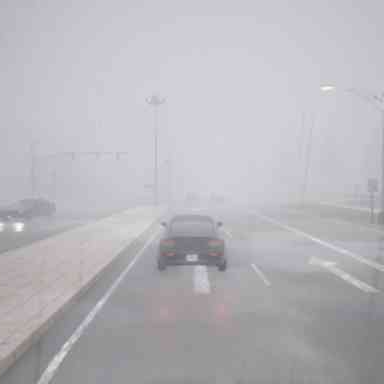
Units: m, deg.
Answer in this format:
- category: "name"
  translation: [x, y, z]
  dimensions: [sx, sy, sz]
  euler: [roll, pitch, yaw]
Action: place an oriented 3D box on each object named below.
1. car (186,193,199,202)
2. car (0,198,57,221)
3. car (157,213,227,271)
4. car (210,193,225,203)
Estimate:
- category: "car"
  translation: [0.095, 0.767, 50.197]
  dimensions: [1.994, 1.385, 4.181]
  euler: [0, 1, 0]
- category: "car"
  translation: [-11.557, 1.169, 23.765]
  dimensions: [2.033, 1.411, 5.357]
  euler: [0, 1, 1]
- category: "car"
  translation: [0.001, 1.362, 10.211]
  dimensions: [1.812, 1.442, 4.674]
  euler: [0, 1, 0]
- category: "car"
  translation: [3.590, 0.842, 47.750]
  dimensions: [1.895, 1.301, 4.718]
  euler: [0, 1, 0]
